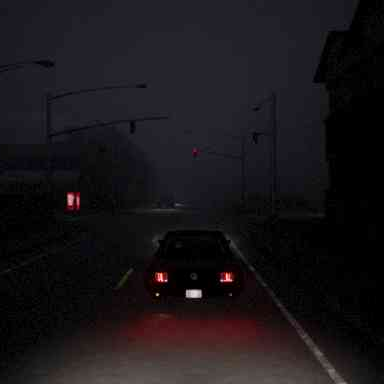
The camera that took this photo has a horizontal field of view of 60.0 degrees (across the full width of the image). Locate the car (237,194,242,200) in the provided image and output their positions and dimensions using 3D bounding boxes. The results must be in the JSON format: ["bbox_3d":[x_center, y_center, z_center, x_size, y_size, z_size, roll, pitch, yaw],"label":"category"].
[{"bbox_3d":[13.894,1.378,89.062,3.633,1.501,1.845,0,0,0],"label":"car"}]

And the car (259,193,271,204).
[{"bbox_3d":[14.170,1.162,54.778,5.027,1.636,2.152,0,0,0],"label":"car"}]

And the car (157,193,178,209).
[{"bbox_3d":[-3.590,1.212,46.741,2.150,2.045,5.566,0,1,0],"label":"car"}]

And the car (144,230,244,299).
[{"bbox_3d":[0.059,1.600,8.388,1.895,1.301,4.718,0,0,1],"label":"car"}]

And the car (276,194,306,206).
[{"bbox_3d":[14.494,1.242,48.360,3.806,1.475,1.970,0,0,0],"label":"car"}]

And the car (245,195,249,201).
[{"bbox_3d":[13.758,1.104,70.478,4.605,1.855,1.932,0,0,0],"label":"car"}]

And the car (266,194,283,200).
[{"bbox_3d":[21.315,1.389,86.081,3.806,1.475,1.970,0,0,0],"label":"car"}]

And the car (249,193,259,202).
[{"bbox_3d":[14.170,1.084,67.572,3.866,1.878,1.905,0,0,0],"label":"car"}]
